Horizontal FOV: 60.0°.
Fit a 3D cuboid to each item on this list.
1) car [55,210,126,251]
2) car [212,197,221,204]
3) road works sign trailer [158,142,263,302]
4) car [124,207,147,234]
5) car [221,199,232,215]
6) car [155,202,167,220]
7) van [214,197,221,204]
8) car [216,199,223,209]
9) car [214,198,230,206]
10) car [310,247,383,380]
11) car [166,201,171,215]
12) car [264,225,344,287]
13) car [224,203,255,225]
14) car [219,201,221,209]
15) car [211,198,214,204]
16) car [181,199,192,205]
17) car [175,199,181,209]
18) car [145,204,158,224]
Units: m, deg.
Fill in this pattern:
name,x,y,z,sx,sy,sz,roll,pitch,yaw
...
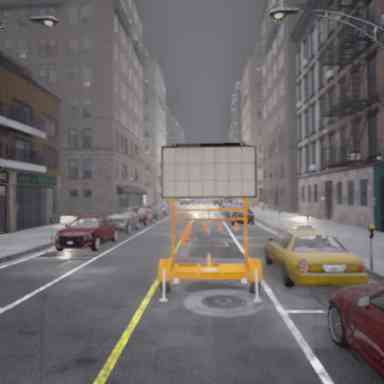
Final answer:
name,x,y,z,sx,sy,sz,roll,pitch,yaw
car,-4.658,1.763,15.218,1.887,1.381,4.507,-1,-1,2
car,6.765,2.320,92.457,2.192,1.841,5.009,-1,-1,2
road works sign trailer,0.434,0.561,8.509,2.380,3.560,2.880,-1,-1,2
car,-4.412,1.833,20.894,2.008,1.369,4.403,-1,-1,2
car,4.095,1.776,31.904,1.967,1.590,4.097,-1,-1,2
car,-3.921,1.975,32.248,1.947,1.339,4.313,-1,-1,2
van,6.531,2.285,86.958,1.690,1.788,3.998,-1,-1,2
car,4.588,2.012,43.255,2.008,1.369,4.403,-1,-1,2
car,4.831,1.840,48.935,2.192,1.841,5.009,-1,-1,2
car,2.868,1.599,3.519,1.802,1.307,4.206,-1,-1,2
car,-3.676,1.912,37.926,1.967,1.590,4.097,-1,-1,2
car,3.121,1.609,9.366,1.752,1.417,4.829,-1,-1,2
car,3.851,1.817,26.226,1.887,1.381,4.507,-1,-1,2
car,4.342,1.943,37.579,1.887,1.381,4.507,-1,-1,2
car,6.064,2.138,75.961,2.192,1.841,5.009,-1,-1,2
car,-1.809,2.273,81.809,2.192,1.841,5.009,-1,-1,2
car,-3.185,2.038,49.279,1.967,1.590,4.097,-1,-1,2
car,-4.167,1.890,26.572,1.887,1.381,4.507,-1,-1,2
